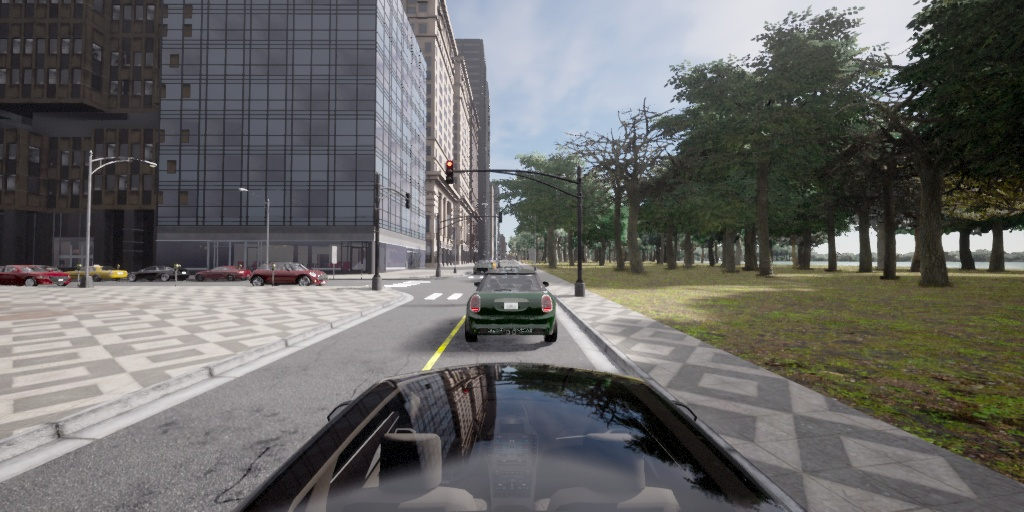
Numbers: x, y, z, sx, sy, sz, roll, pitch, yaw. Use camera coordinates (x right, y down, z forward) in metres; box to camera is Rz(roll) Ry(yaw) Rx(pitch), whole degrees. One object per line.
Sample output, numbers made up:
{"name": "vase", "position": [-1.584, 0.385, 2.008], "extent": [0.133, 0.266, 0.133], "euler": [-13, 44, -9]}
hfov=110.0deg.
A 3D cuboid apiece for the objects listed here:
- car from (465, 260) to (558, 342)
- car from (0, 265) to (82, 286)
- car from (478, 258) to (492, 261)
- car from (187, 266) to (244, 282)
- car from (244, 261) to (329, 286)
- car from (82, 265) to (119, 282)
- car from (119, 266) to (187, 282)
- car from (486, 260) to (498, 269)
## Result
{"name": "car", "position": [-0.012, 1.108, 9.927], "extent": [2.097, 1.767, 4.553], "euler": [0, 0, 0]}
{"name": "car", "position": [-30.035, 1.235, 22.055], "extent": [4.507, 1.381, 1.888], "euler": [0, 0, 0]}
{"name": "car", "position": [-3.228, 1.180, 41.200], "extent": [2.097, 1.767, 4.553], "euler": [0, 0, 0]}
{"name": "car", "position": [-24.582, 1.493, 30.602], "extent": [4.207, 1.307, 1.802], "euler": [0, 0, 0]}
{"name": "car", "position": [-13.604, 1.120, 22.130], "extent": [4.097, 1.591, 1.967], "euler": [0, 0, -1]}
{"name": "car", "position": [-35.726, 1.443, 30.551], "extent": [4.829, 1.417, 1.751], "euler": [0, 0, 0]}
{"name": "car", "position": [-30.069, 1.480, 30.577], "extent": [4.313, 1.339, 1.948], "euler": [0, 0, 0]}
{"name": "car", "position": [-3.260, 1.426, 59.386], "extent": [1.812, 1.442, 4.674], "euler": [0, 0, 0]}
